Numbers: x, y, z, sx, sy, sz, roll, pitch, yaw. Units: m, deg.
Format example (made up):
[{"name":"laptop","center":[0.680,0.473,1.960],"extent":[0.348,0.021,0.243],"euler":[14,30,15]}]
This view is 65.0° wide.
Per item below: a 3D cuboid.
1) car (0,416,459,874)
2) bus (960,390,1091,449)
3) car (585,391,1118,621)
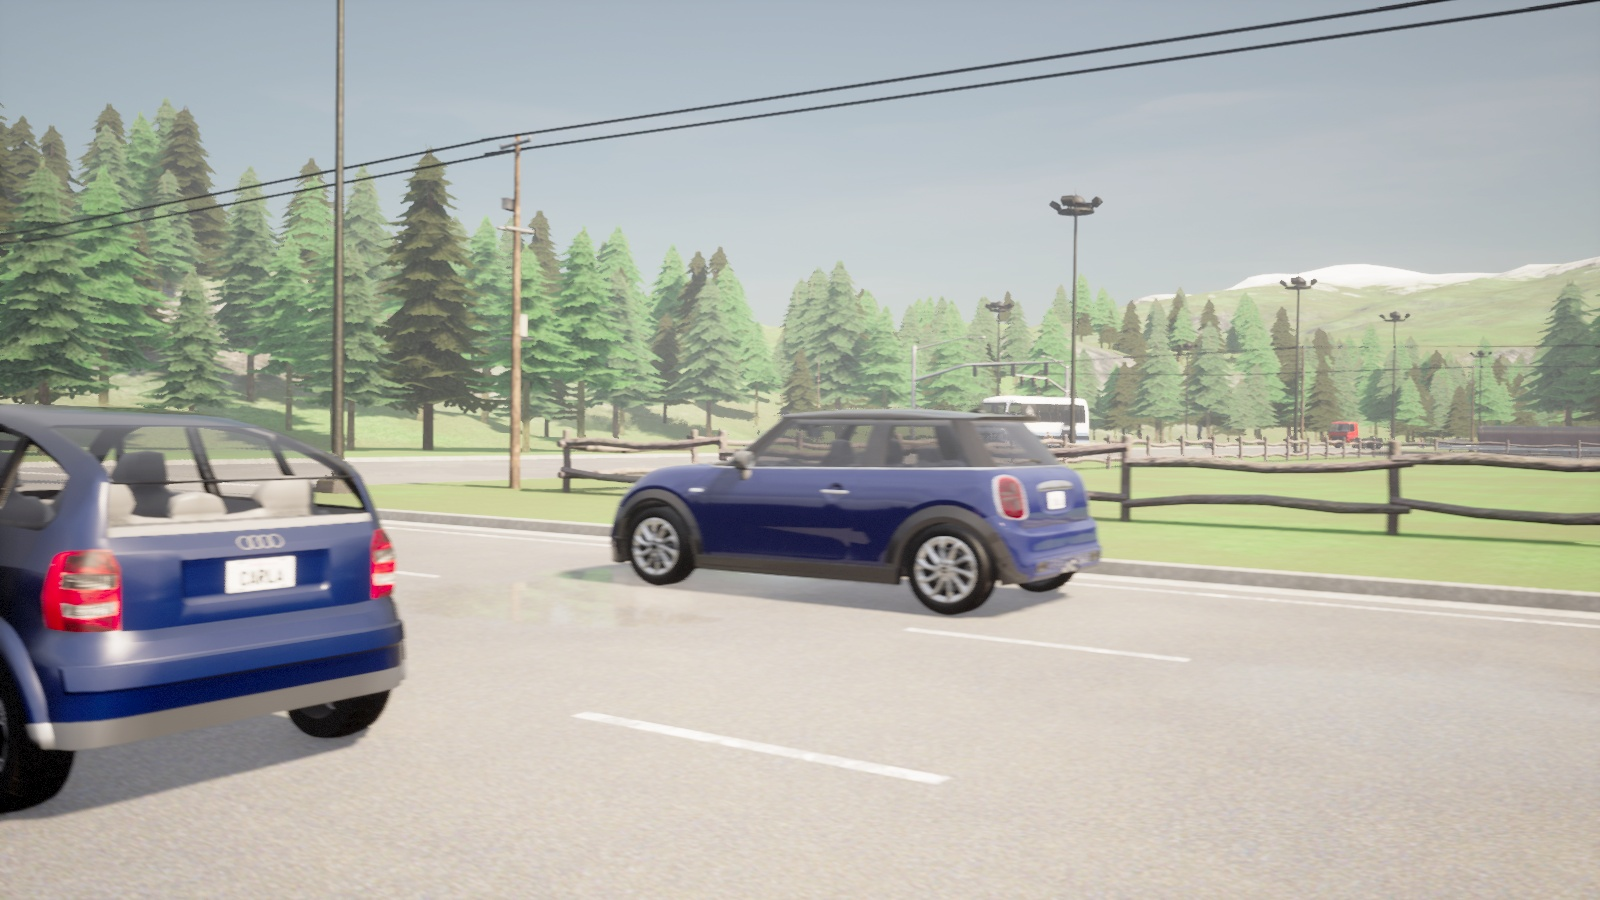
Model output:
[{"name":"car","center":[-3.600,0.637,6.013],"extent":[3.705,1.549,1.789],"euler":[0,1,34]},{"name":"bus","center":[17.162,-2.244,95.137],"extent":[10.273,4.253,3.944],"euler":[-1,1,-38]},{"name":"car","center":[0.405,0.403,11.754],"extent":[4.553,1.767,2.097],"euler":[0,1,34]}]
